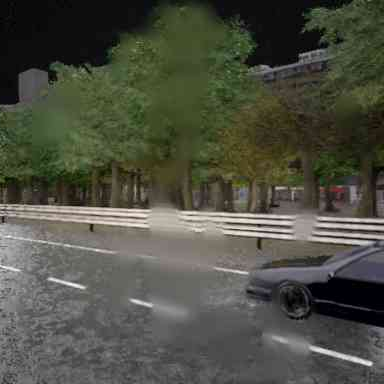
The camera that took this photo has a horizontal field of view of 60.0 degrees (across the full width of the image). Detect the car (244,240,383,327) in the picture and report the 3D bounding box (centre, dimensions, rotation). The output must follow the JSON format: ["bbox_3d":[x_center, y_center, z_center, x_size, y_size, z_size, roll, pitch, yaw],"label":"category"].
[{"bbox_3d":[3.624,1.549,5.582,5.357,1.411,2.033,0,0,36],"label":"car"}]
